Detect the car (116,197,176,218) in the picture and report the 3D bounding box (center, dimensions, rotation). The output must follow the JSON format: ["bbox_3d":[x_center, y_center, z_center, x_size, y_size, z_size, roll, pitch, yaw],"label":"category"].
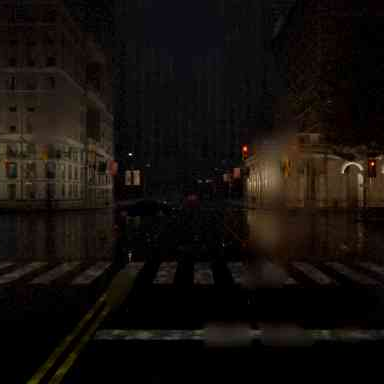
[{"bbox_3d":[-4.179,1.477,29.471,5.008,1.535,1.882,0,0,0],"label":"car"}]

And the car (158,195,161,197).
[{"bbox_3d":[-7.049,1.564,63.785,1.994,1.385,4.181,0,0,2],"label":"car"}]

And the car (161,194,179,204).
[{"bbox_3d":[-3.584,1.505,54.260,1.837,1.490,4.892,0,0,1],"label":"car"}]

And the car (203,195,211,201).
[{"bbox_3d":[3.633,1.464,78.607,2.033,1.411,5.357,0,0,1],"label":"car"}]

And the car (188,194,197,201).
[{"bbox_3d":[0.133,1.279,78.610,2.097,1.767,4.553,0,0,1],"label":"car"}]

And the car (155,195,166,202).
[{"bbox_3d":[-6.913,1.500,73.914,1.837,1.490,4.892,0,0,1],"label":"car"}]

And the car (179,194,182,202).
[{"bbox_3d":[-3.534,1.547,64.503,2.033,1.411,5.357,0,0,2],"label":"car"}]
